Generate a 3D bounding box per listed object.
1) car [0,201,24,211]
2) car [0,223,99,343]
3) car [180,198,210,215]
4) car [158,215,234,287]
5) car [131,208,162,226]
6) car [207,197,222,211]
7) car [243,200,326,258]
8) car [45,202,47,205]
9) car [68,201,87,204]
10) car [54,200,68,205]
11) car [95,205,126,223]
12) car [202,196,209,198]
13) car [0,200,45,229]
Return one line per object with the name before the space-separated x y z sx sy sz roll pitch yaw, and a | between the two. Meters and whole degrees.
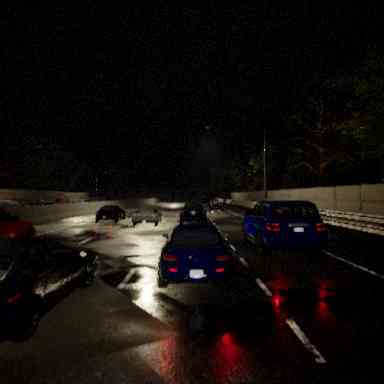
car | -28.054 2.059 50.861 2.033 1.411 5.357 0 -1 1
car | -3.403 1.612 6.516 2.033 1.411 5.357 0 -1 0
car | 0.094 1.620 27.026 2.097 1.767 4.553 0 -1 0
car | 0.099 1.620 9.470 1.812 1.442 4.674 0 -1 0
car | -3.403 1.858 25.911 1.895 1.301 4.718 0 -1 0
car | 3.491 1.995 50.158 2.128 1.511 4.902 0 -1 0
car | 3.497 1.352 13.558 2.150 2.045 5.566 0 -1 0
car | -24.554 2.032 52.477 1.837 1.490 4.892 0 0 1
car | -17.562 2.096 52.847 1.994 1.385 4.181 0 -1 0
car | -21.053 2.076 54.505 1.812 1.442 4.674 0 0 1
car | -6.906 1.808 28.407 1.812 1.442 4.674 0 -1 0
car | 3.485 2.123 84.221 2.150 2.045 5.566 0 -1 0
car | -6.901 1.323 10.191 2.150 2.045 5.566 0 0 0
